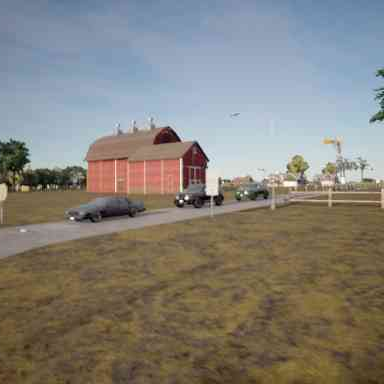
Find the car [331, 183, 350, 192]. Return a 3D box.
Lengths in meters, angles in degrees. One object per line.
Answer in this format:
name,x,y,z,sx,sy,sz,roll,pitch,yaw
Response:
car,27.220,-0.807,61.483,2.033,1.411,5.357,0,2,35

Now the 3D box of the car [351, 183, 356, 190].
car,33.245,-1.161,70.129,1.837,1.490,4.892,0,1,35

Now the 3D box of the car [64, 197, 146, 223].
car,-5.223,1.004,20.891,2.033,1.411,5.357,0,2,35

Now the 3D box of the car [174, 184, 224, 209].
car,0.748,0.296,29.295,2.150,2.045,5.566,0,2,36

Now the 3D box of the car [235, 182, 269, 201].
car,6.962,-0.091,38.026,2.150,2.045,5.566,0,2,36
